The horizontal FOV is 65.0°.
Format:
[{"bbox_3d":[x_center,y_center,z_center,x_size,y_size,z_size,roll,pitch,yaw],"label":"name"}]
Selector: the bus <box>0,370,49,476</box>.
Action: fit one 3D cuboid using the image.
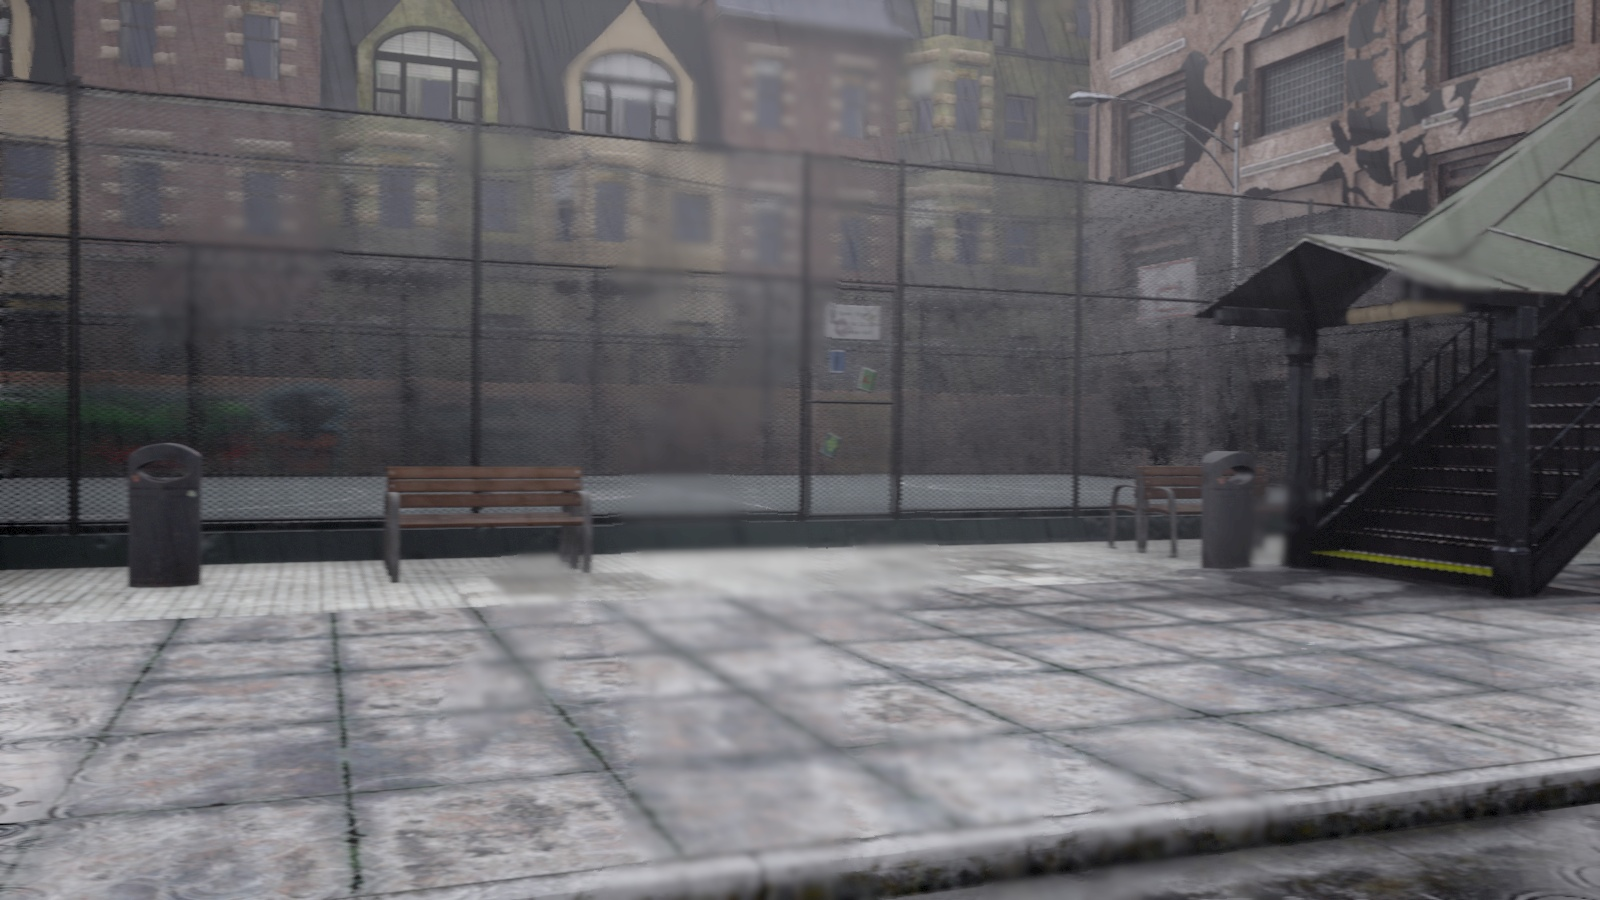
[{"bbox_3d":[-35.560,-0.988,48.752,3.944,4.253,10.273,-1,0,31],"label":"bus"}]
